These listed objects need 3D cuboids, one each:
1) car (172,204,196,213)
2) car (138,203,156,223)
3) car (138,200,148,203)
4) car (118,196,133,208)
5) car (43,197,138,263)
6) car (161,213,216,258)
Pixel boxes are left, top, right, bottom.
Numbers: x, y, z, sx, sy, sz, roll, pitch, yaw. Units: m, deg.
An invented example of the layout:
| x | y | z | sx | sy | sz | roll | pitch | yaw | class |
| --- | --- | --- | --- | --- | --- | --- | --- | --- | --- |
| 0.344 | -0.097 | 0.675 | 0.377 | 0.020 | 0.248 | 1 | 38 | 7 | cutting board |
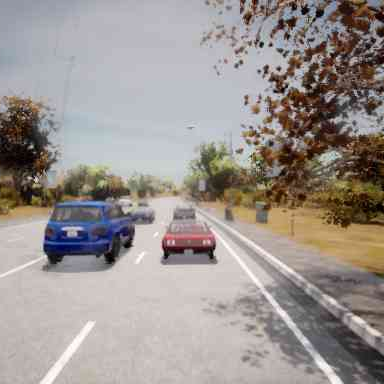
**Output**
| x | y | z | sx | sy | sz | roll | pitch | yaw | class |
| --- | --- | --- | --- | --- | --- | --- | --- | --- | --- |
| -0.667 | 1.801 | 28.730 | 2.128 | 1.511 | 4.902 | 0 | 0 | -2 | car |
| -4.155 | 1.905 | 28.332 | 1.895 | 1.301 | 4.718 | 0 | -1 | -2 | car |
| -9.566 | 2.225 | 65.326 | 1.812 | 1.442 | 4.674 | 0 | -1 | -3 | car |
| -13.063 | 1.920 | 65.327 | 2.150 | 2.045 | 5.566 | 0 | 0 | -3 | car |
| -3.629 | 1.362 | 12.632 | 2.150 | 2.045 | 5.566 | 0 | 0 | -1 | car |
| -0.142 | 1.746 | 13.387 | 1.895 | 1.301 | 4.718 | 0 | -1 | -1 | car |
